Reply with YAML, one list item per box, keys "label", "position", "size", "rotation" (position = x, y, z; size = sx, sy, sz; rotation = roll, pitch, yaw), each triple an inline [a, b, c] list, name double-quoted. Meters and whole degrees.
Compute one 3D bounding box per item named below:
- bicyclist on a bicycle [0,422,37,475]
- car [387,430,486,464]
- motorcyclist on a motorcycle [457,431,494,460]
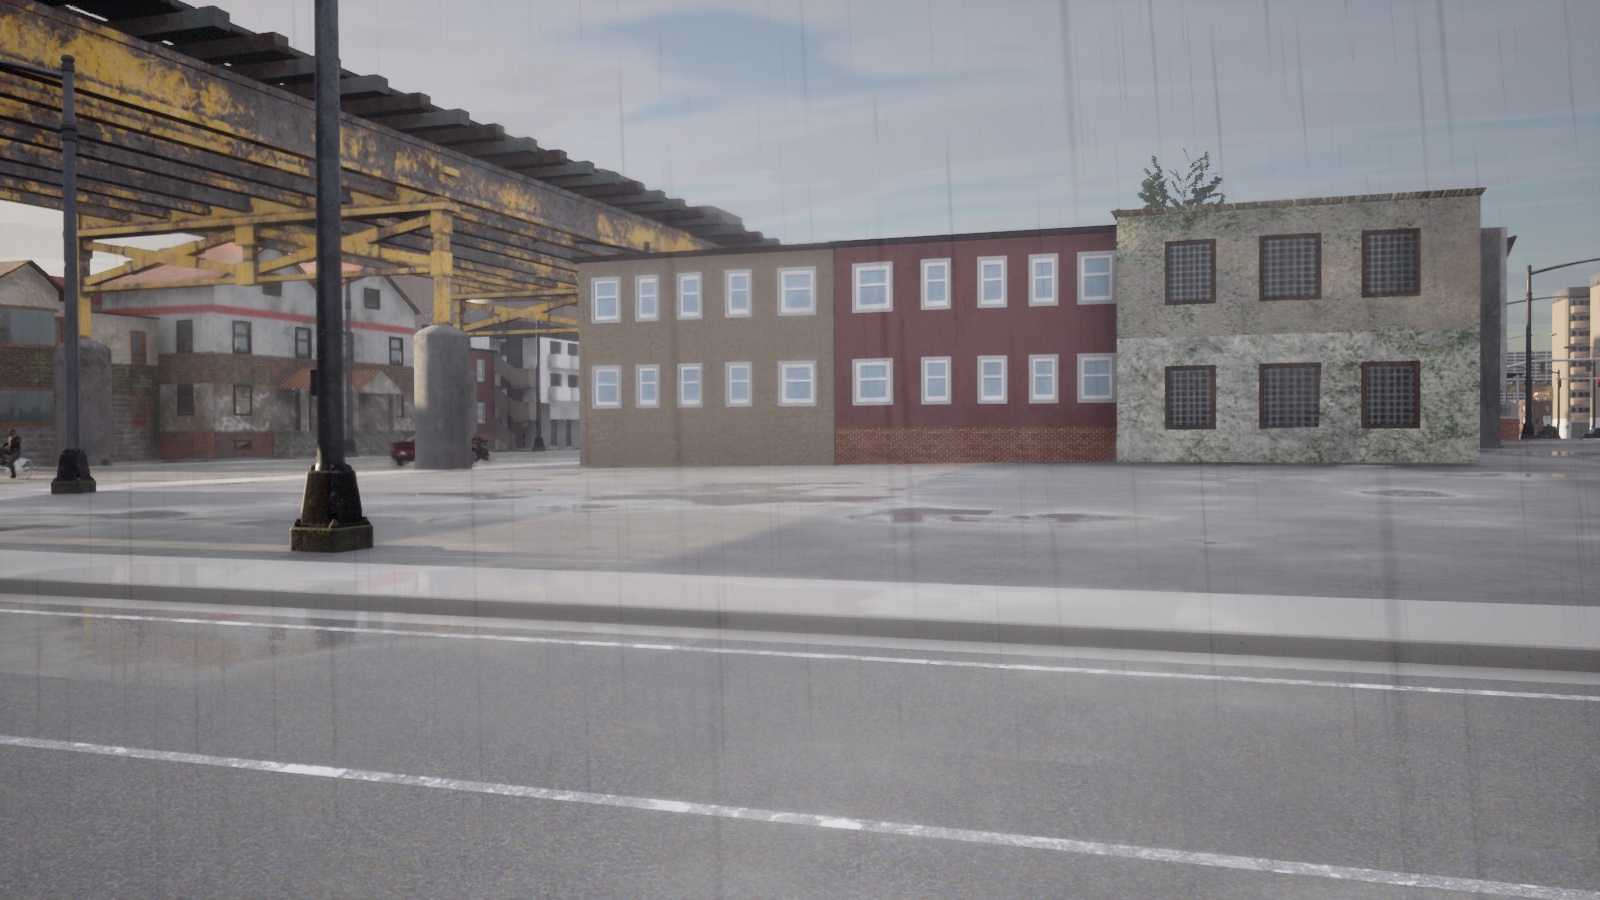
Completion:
- label: "bicyclist on a bicycle"
  position: [-26.825, -0.055, 42.350]
  size: [0.659, 1.776, 1.843]
  rotation: [1, 1, 20]
- label: "car"
  position: [-17.044, -0.182, 59.082]
  size: [1.882, 1.535, 5.008]
  rotation: [1, 1, 20]
- label: "motorcyclist on a motorcycle"
  position: [-17.546, -0.267, 67.971]
  size: [0.866, 1.530, 2.191]
  rotation: [1, 1, 20]
